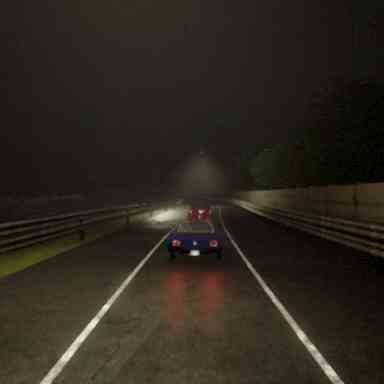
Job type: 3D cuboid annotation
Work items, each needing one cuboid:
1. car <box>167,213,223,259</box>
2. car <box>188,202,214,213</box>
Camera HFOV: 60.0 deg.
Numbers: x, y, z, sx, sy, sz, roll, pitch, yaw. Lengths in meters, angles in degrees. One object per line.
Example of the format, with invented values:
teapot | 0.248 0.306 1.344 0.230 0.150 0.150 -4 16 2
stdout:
car | 0.177 1.741 13.162 1.895 1.301 4.718 0 -1 2
car | 0.806 1.654 28.267 2.097 1.767 4.553 0 -1 4
